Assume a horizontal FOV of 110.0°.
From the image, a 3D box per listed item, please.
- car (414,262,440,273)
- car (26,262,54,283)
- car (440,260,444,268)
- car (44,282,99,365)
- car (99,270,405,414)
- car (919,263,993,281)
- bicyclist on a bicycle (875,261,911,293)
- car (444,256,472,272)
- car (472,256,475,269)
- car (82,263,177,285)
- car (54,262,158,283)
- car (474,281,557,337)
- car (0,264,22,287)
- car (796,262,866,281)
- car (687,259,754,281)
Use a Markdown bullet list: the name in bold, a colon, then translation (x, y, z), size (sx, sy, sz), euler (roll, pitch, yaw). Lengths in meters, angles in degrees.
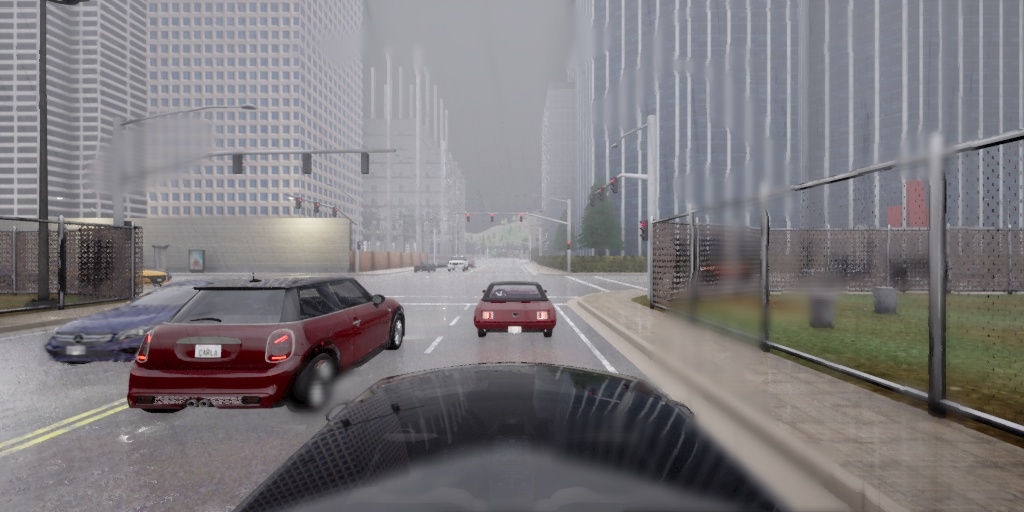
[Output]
- **car**: translation (-10.610, 1.351, 44.029), size (1.895, 1.301, 4.718), euler (0, 0, 0)
- **car**: translation (-36.265, 1.242, 25.127), size (5.357, 1.411, 2.033), euler (0, 0, 0)
- **car**: translation (-10.603, 1.298, 56.352), size (2.033, 1.411, 5.357), euler (0, 0, 0)
- **car**: translation (-7.102, 1.276, 8.170), size (1.812, 1.442, 4.674), euler (0, 0, 0)
- **car**: translation (-3.443, 1.102, 6.207), size (2.097, 1.767, 4.553), euler (0, 0, 0)
- **car**: translation (35.428, 1.258, 28.668), size (4.181, 1.385, 1.994), euler (0, 0, 1)
- **bicyclist on a bicycle**: translation (18.801, 0.995, 17.737), size (0.582, 1.620, 1.656), euler (0, 0, 0)
- **car**: translation (-7.112, 0.971, 47.696), size (2.150, 2.045, 5.566), euler (0, 0, 0)
- **car**: translation (-7.097, 1.228, 57.947), size (1.882, 1.535, 5.008), euler (0, 0, 0)
- **car**: translation (-26.675, 1.220, 25.107), size (4.674, 1.442, 1.812), euler (0, 0, 0)
- **car**: translation (-23.730, 1.172, 21.601), size (5.008, 1.535, 1.882), euler (0, 0, 0)
- **car**: translation (0.077, 1.351, 10.212), size (1.895, 1.301, 4.718), euler (0, 0, 0)
- **car**: translation (-33.307, 1.172, 21.620), size (5.008, 1.535, 1.882), euler (0, 0, 0)
- **car**: translation (25.475, 1.220, 28.697), size (4.674, 1.442, 1.812), euler (0, 0, 0)
- **car**: translation (16.588, 1.047, 28.723), size (4.553, 1.767, 2.097), euler (0, 0, 0)
